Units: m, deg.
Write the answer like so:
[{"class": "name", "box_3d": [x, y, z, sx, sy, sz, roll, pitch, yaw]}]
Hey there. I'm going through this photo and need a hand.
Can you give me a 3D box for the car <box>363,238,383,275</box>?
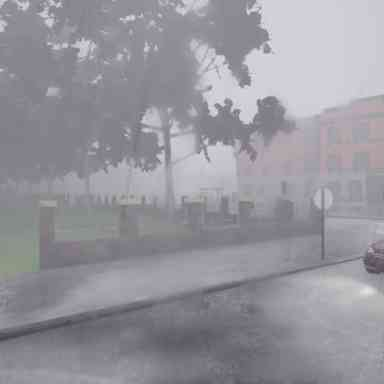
[{"class": "car", "box_3d": [6.688, 1.501, 9.264, 4.674, 1.442, 1.812, 0, 0, -35]}]
